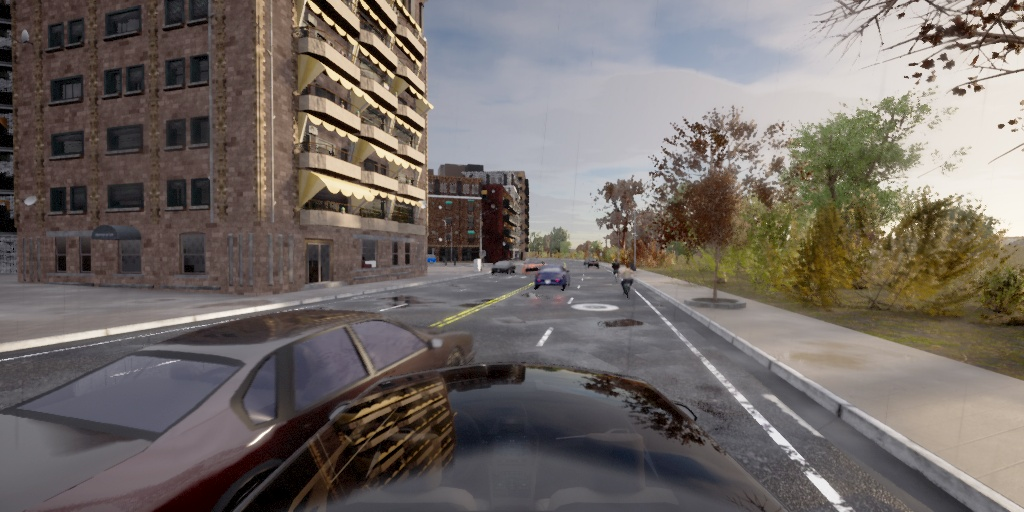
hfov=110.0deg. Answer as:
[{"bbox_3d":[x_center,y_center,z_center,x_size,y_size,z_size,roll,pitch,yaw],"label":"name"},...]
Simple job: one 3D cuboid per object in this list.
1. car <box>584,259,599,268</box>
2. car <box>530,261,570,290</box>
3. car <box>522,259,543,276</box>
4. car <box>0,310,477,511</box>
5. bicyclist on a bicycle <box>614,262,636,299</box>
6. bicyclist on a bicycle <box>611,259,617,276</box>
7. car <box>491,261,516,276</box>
[{"bbox_3d":[13.909,1.225,61.751,1.837,1.490,4.892,0,0,10],"label":"car"},{"bbox_3d":[2.556,1.271,22.370,1.812,1.442,4.674,0,0,13],"label":"car"},{"bbox_3d":[2.364,1.094,37.280,2.097,1.767,4.553,0,0,12],"label":"car"},{"bbox_3d":[-2.091,1.297,3.718,2.033,1.411,5.357,0,0,15],"label":"car"},{"bbox_3d":[5.443,1.182,16.938,0.866,1.612,1.509,0,0,13],"label":"bicyclist on a bicycle"},{"bbox_3d":[7.664,1.113,26.494,0.659,1.776,1.843,0,0,13],"label":"bicyclist on a bicycle"},{"bbox_3d":[-0.821,1.222,37.905,1.882,1.535,5.008,0,0,12],"label":"car"}]
